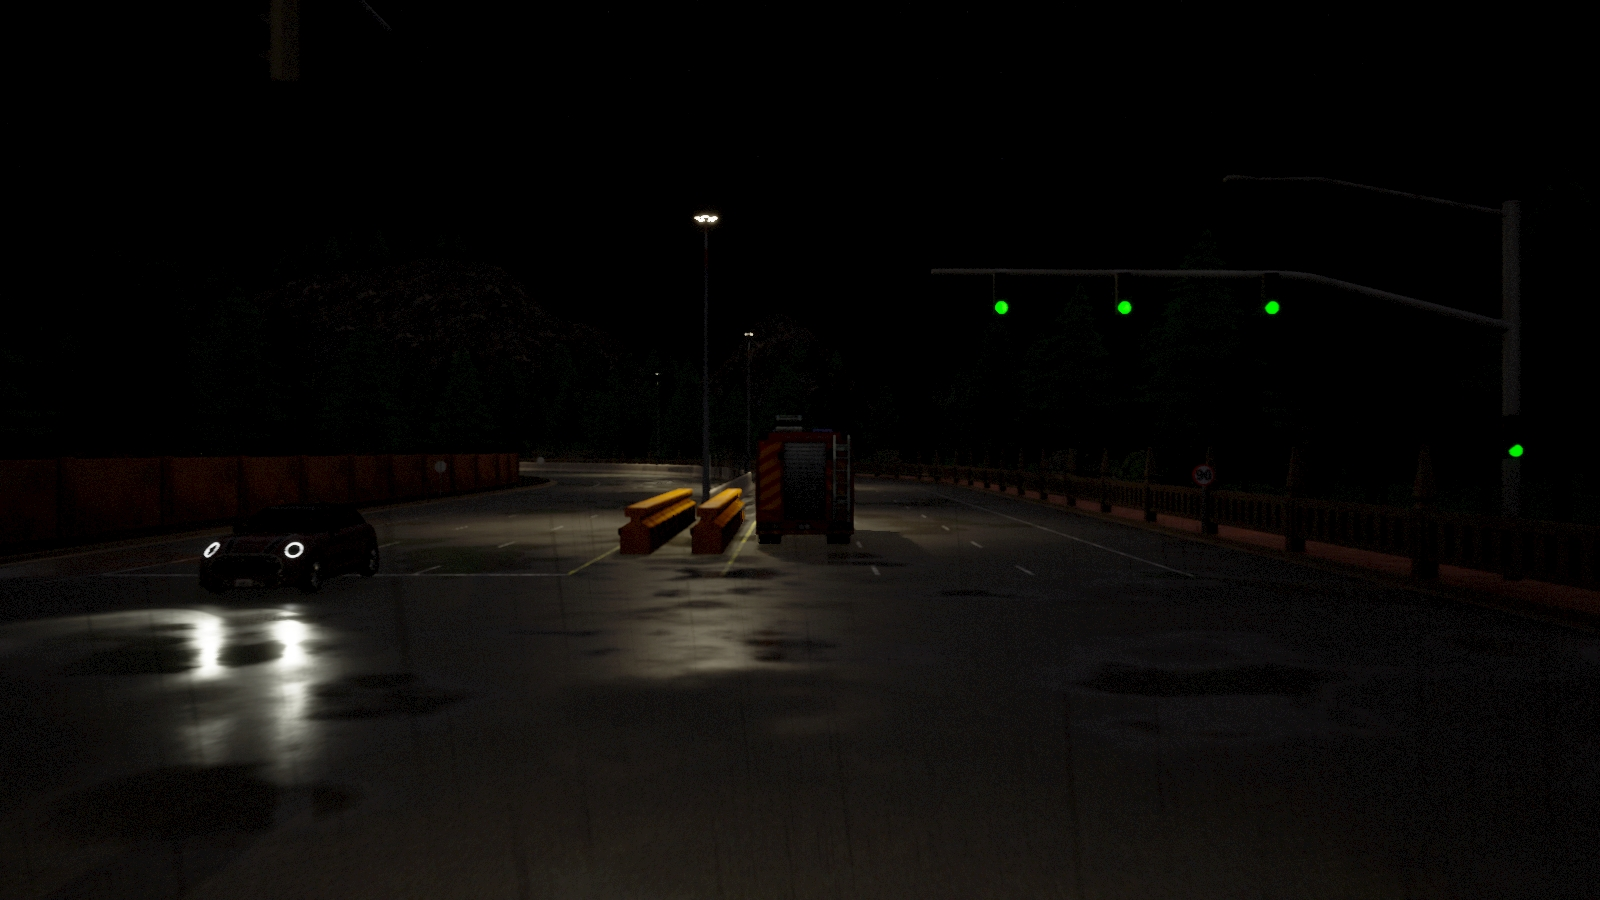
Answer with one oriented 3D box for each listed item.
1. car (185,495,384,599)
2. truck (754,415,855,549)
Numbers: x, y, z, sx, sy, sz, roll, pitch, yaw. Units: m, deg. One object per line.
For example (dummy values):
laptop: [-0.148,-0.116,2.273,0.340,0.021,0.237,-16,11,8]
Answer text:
car: [-10.516,1.915,23.767,2.097,1.767,4.553,0,0,0]
truck: [0.107,0.905,36.839,2.891,3.827,8.468,0,0,0]
